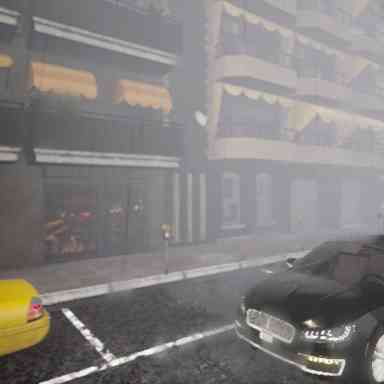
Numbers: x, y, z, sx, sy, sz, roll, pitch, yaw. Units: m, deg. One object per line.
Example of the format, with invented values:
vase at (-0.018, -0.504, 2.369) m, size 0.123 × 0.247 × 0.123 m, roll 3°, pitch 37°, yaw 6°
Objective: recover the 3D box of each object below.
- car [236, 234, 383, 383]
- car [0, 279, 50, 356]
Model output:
car at (2.874, 1.509, 5.375) m, size 4.892 × 1.490 × 1.837 m, roll 1°, pitch 0°, yaw -35°
car at (-4.195, 1.525, 3.578) m, size 4.829 × 1.417 × 1.752 m, roll 0°, pitch -1°, yaw -36°
